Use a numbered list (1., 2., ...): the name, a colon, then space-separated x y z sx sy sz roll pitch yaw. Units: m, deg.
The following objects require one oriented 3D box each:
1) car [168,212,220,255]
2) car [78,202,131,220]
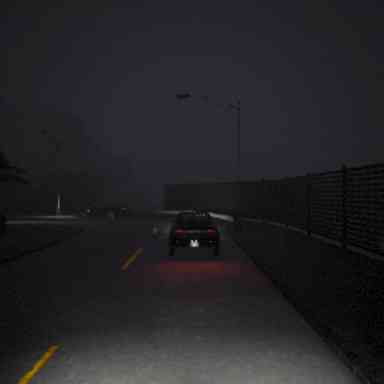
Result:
1. car: 0.063 1.561 13.625 2.128 1.511 4.902 0 0 -1
2. car: -7.749 1.640 29.323 4.902 1.511 2.128 0 -1 22
